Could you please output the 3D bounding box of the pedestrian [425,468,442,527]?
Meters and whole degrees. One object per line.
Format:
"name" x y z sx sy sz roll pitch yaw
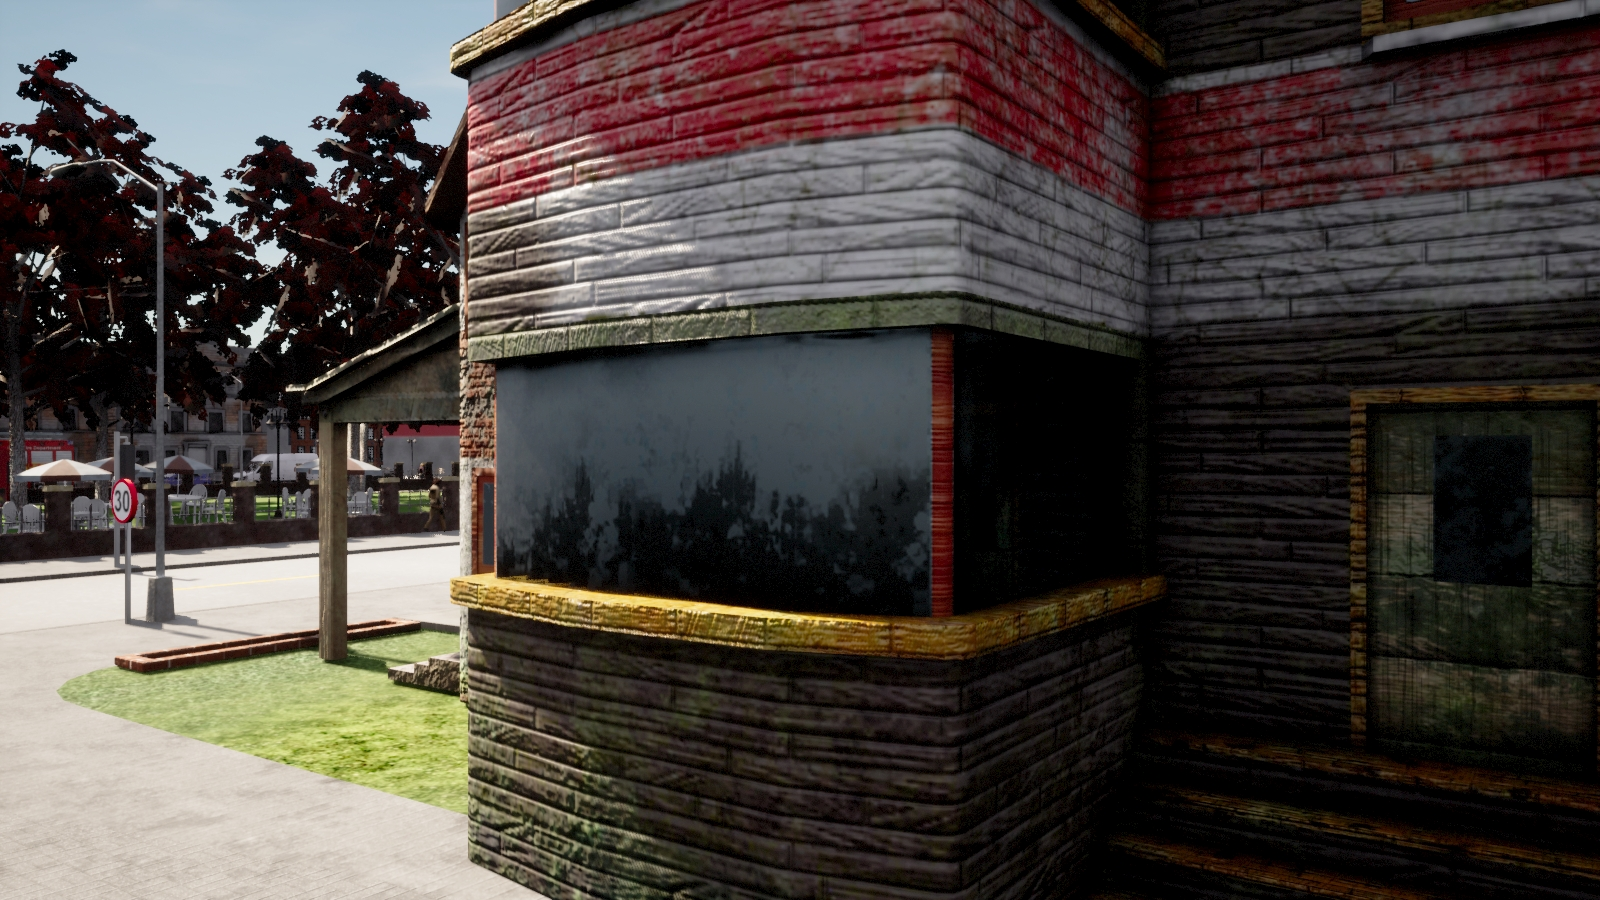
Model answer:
"pedestrian" -11.805 1.525 36.827 0.375 1.860 0.375 0 0 35
